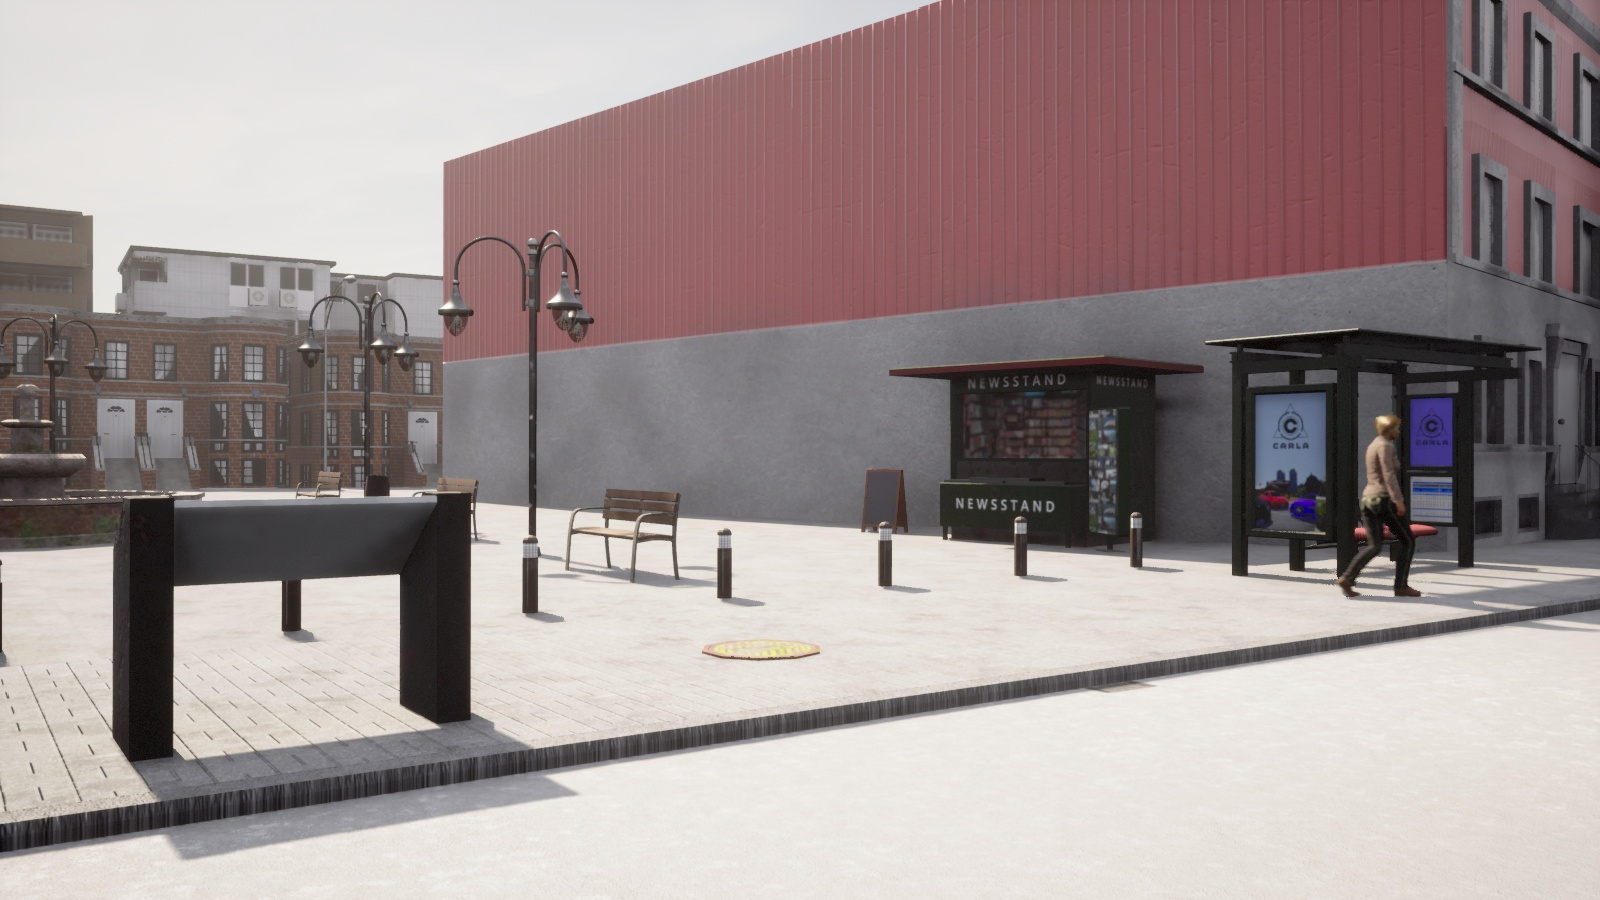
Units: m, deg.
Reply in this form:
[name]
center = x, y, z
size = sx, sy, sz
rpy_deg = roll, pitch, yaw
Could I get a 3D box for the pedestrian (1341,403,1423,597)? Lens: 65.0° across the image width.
[pedestrian]
center = 5.616, 0.472, 12.125
size = 0.634, 1.846, 0.331
rpy_deg = 0, 0, 2
